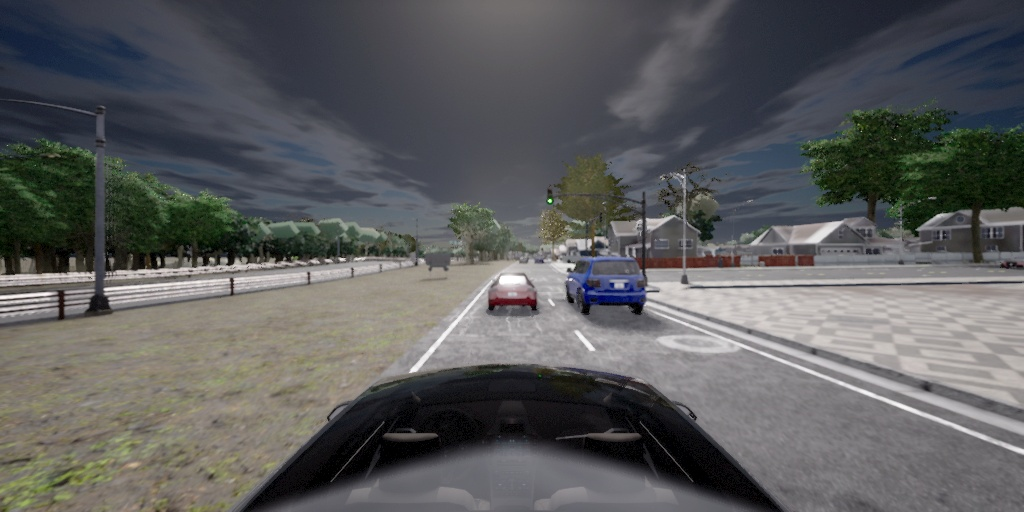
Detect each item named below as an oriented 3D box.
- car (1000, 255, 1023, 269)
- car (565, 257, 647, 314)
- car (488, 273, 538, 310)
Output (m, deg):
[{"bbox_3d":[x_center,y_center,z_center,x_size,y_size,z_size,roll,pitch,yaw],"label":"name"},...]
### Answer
[{"bbox_3d":[49.481,0.602,34.119,4.181,1.385,1.994,-1,0,0],"label":"car"},{"bbox_3d":[3.519,1.052,14.385,2.150,2.045,5.566,0,0,0],"label":"car"},{"bbox_3d":[0.035,1.393,15.342,1.994,1.385,4.181,0,0,0],"label":"car"}]
